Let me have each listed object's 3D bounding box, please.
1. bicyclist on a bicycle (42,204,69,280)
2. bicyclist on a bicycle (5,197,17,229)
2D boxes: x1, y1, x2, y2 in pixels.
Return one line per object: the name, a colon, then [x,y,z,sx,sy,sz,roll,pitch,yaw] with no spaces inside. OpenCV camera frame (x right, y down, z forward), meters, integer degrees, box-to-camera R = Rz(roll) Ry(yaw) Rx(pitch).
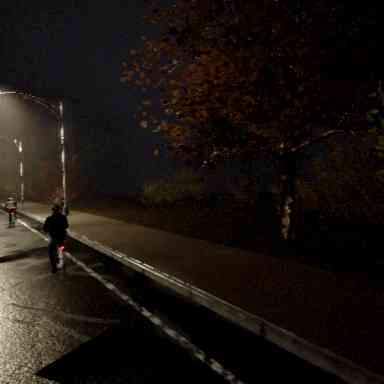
bicyclist on a bicycle: [-3.382,1.171,8.232,0.659,1.776,1.843,-3,3,-33]
bicyclist on a bicycle: [-9.458,1.115,17.475,0.582,1.620,1.656,-3,2,-34]
